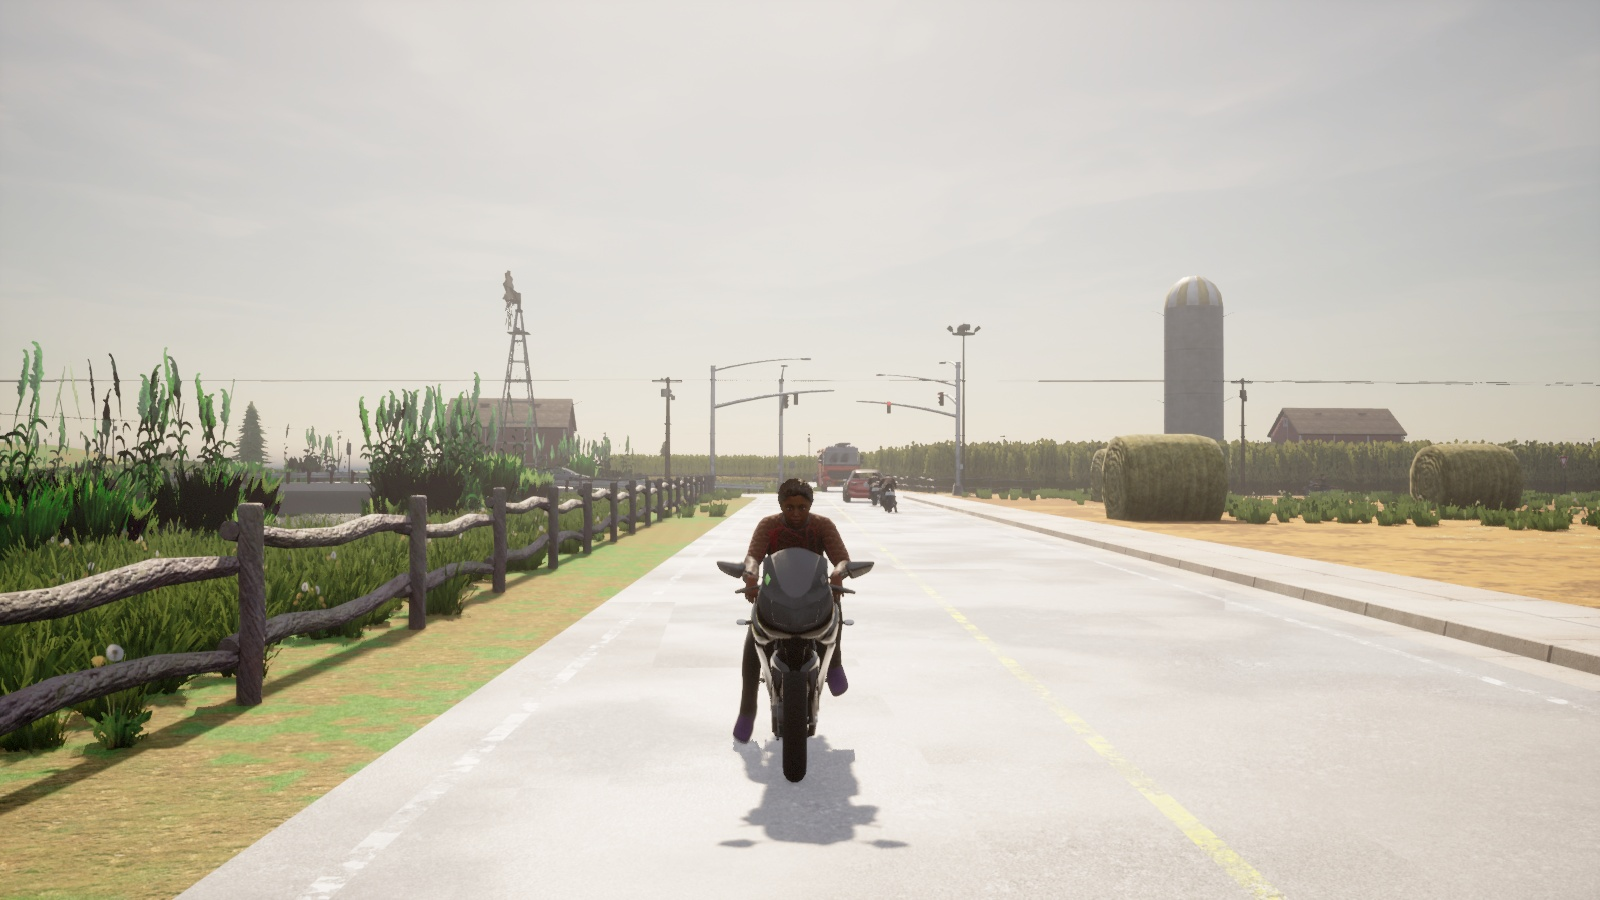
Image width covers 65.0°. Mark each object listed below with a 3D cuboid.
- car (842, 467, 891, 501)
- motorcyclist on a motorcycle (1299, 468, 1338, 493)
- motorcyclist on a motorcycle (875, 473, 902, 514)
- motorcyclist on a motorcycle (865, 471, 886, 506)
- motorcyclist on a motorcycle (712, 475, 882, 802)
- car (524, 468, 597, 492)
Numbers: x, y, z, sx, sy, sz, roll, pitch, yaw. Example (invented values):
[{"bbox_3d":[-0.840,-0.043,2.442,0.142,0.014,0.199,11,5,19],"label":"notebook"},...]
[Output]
[{"bbox_3d":[3.340,1.719,64.063,2.242,1.667,4.611,0,-1,0],"label":"car"},{"bbox_3d":[35.124,2.085,85.100,2.350,1.649,0.766,0,-1,-3],"label":"motorcyclist on a motorcycle"},{"bbox_3d":[3.378,1.640,47.979,0.866,1.530,2.191,0,-1,0],"label":"motorcyclist on a motorcycle"},{"bbox_3d":[3.357,1.726,56.252,0.797,1.523,2.044,0,-1,0],"label":"motorcyclist on a motorcycle"},{"bbox_3d":[-0.018,0.915,6.923,0.797,1.523,2.044,0,-2,0],"label":"motorcyclist on a motorcycle"},{"bbox_3d":[-15.365,1.918,80.726,4.181,1.385,1.994,2,-1,3],"label":"car"}]
